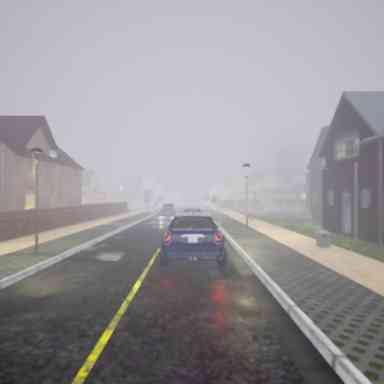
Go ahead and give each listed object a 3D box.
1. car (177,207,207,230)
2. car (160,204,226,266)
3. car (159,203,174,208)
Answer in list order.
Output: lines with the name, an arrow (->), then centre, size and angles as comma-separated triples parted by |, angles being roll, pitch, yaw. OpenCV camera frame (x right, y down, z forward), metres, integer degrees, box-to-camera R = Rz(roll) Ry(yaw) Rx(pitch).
car -> 0.022, 1.898, 25.241 | 2.033, 1.411, 5.357 | 0, -1, 1
car -> 0.045, 1.507, 12.280 | 2.097, 1.767, 4.553 | 0, -1, 1
car -> -2.800, 2.111, 40.191 | 1.837, 1.490, 4.892 | 0, -1, 1
